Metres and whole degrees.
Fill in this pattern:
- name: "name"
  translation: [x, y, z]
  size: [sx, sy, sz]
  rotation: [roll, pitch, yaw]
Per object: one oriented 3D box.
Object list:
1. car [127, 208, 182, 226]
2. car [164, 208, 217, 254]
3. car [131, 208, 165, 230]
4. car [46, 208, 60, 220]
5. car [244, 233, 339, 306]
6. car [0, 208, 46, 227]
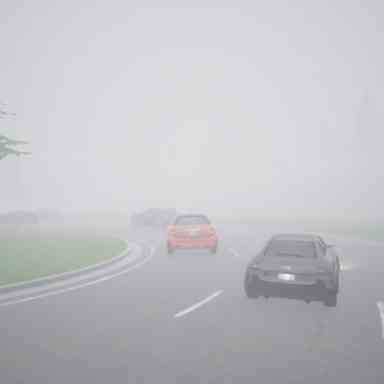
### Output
- name: "car"
  translation: [-3.581, 2.301, 31.480]
  size: [4.902, 1.511, 2.128]
  rotation: [-1, -2, 32]
- name: "car"
  translation: [-0.134, 1.742, 15.610]
  size: [2.097, 1.767, 4.553]
  rotation: [-1, -1, -4]
- name: "car"
  translation: [-2.933, 2.041, 26.837]
  size: [4.553, 1.767, 2.097]
  rotation: [-2, -2, 42]
- name: "car"
  translation: [-18.021, 2.688, 40.718]
  size: [4.674, 1.442, 1.812]
  rotation: [-1, -2, 35]
- name: "car"
  translation: [2.718, 1.760, 8.706]
  size: [1.994, 1.385, 4.181]
  rotation: [-1, -1, 22]
- name: "car"
  translation: [-16.359, 2.405, 31.112]
  size: [4.902, 1.511, 2.128]
  rotation: [-1, -2, 32]
